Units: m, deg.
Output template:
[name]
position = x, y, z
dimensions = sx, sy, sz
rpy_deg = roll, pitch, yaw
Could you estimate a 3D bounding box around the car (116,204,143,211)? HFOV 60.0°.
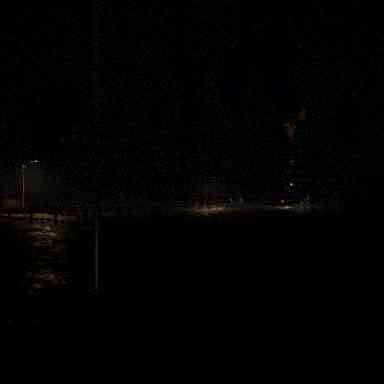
[car]
position = -11.567, 2.848, 61.798
dimensions = 2.033, 1.411, 5.357
rpy_deg = -1, -2, 36
